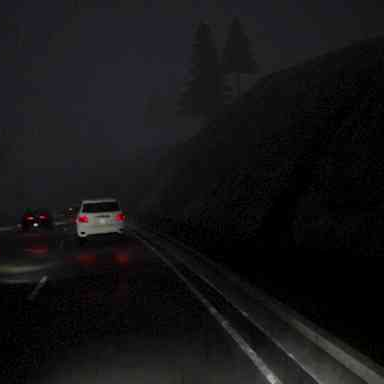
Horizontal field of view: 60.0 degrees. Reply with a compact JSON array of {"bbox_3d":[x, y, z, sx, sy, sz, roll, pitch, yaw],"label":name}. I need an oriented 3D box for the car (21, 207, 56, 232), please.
[{"bbox_3d":[-10.675,1.820,23.222,1.837,1.490,4.892,-3,1,-21],"label":"car"}]

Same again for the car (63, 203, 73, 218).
[{"bbox_3d":[-12.133,1.811,34.532,1.812,1.442,4.674,-3,1,-29],"label":"car"}]

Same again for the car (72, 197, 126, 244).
[{"bbox_3d":[-4.717,1.303,16.913,2.150,2.045,5.566,-3,1,-18],"label":"car"}]
